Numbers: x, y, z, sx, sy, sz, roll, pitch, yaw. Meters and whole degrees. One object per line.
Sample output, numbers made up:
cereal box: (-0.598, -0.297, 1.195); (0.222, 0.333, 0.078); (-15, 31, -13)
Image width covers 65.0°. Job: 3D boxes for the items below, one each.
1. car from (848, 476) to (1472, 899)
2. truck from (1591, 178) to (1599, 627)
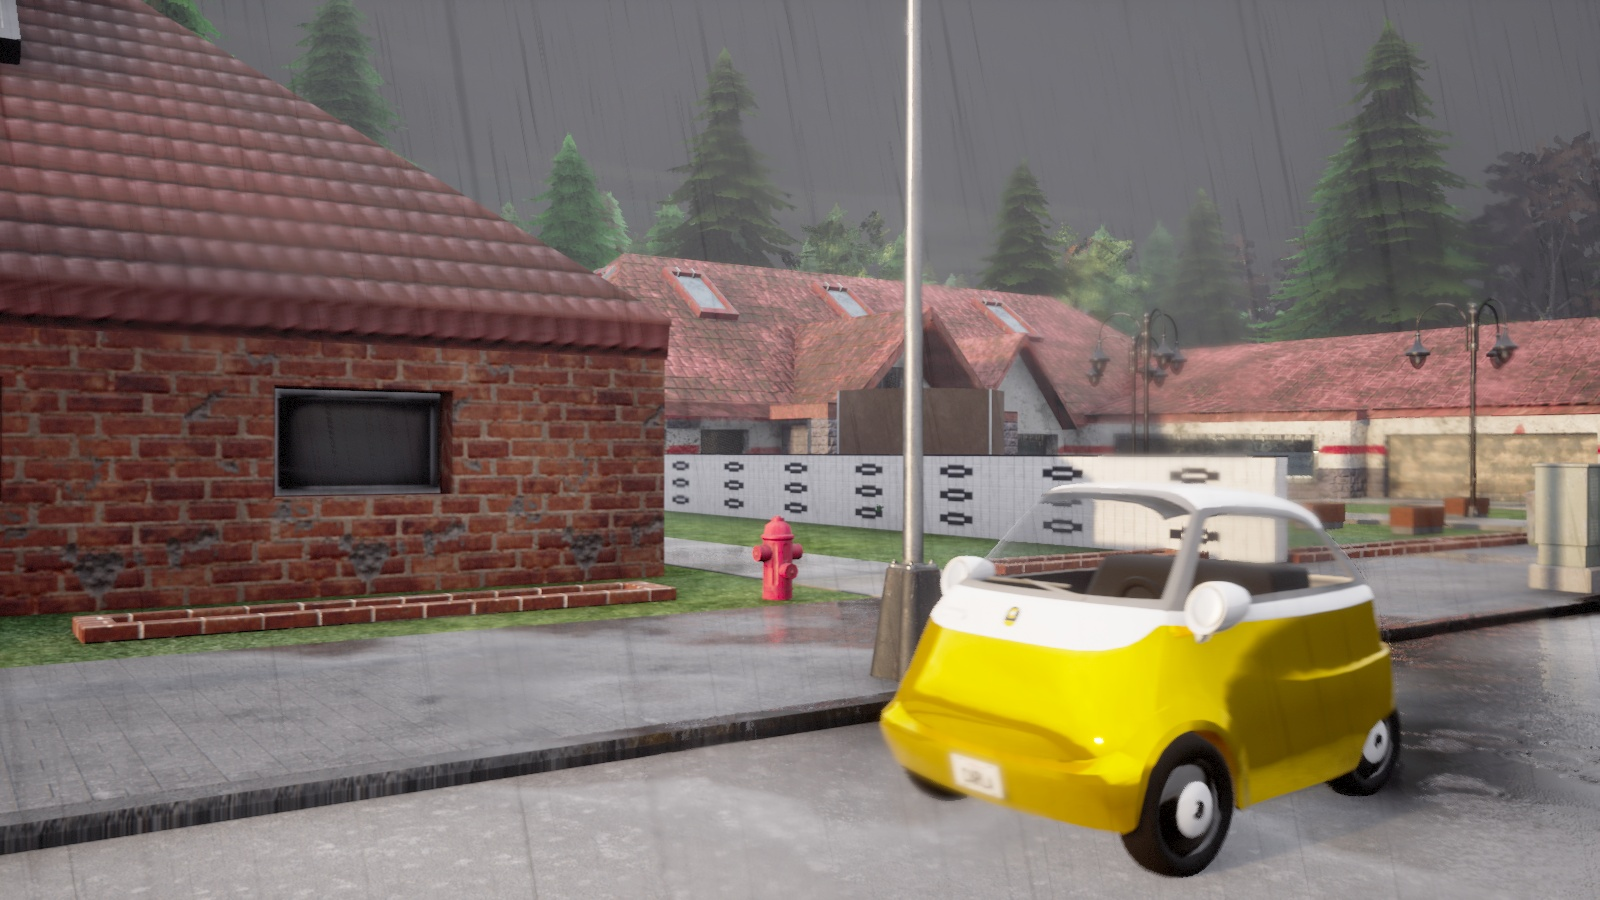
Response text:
car: (1.538, 0.810, 5.338); (2.207, 1.376, 1.481); (1, -1, -35)
truck: (11.087, -0.406, 11.990); (8.468, 3.827, 2.891); (0, 0, -35)
